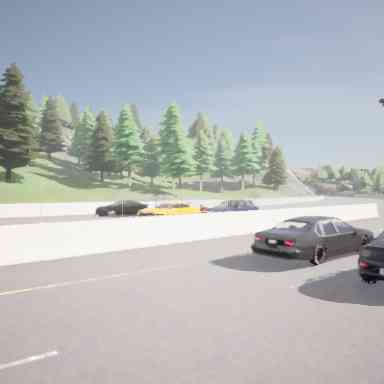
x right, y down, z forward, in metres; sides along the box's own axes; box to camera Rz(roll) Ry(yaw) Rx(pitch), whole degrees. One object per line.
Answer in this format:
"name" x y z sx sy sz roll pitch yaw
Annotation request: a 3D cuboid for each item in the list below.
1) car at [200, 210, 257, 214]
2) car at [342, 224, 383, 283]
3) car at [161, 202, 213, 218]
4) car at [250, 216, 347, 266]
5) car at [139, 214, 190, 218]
"car" 2.877 1.351 24.313 4.553 1.767 2.097 0 0 -41
"car" 5.917 1.526 8.418 4.674 1.442 1.812 0 0 -38
"car" -0.356 1.601 30.726 4.718 1.301 1.895 0 0 -42
"car" 4.366 1.547 11.612 5.357 1.411 2.033 0 0 -39
"car" -1.593 1.477 25.058 5.008 1.535 1.882 0 0 -40
